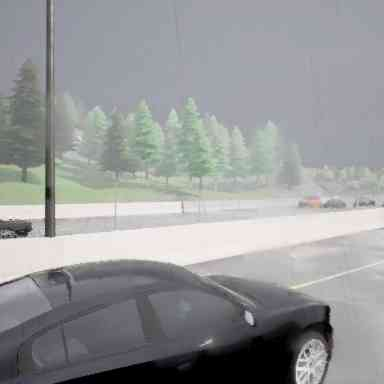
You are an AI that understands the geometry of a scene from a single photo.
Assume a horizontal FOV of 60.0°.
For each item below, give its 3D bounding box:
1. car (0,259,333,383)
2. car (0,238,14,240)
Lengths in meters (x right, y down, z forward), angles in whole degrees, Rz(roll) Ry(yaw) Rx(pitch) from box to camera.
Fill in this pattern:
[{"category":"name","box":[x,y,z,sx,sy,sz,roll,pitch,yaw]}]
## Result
[{"category":"car","box":[-0.542,1.478,3.450,5.008,1.535,1.882,0,0,-35]},{"category":"car","box":[-9.632,1.601,14.305,4.718,1.301,1.895,0,0,-35]}]
